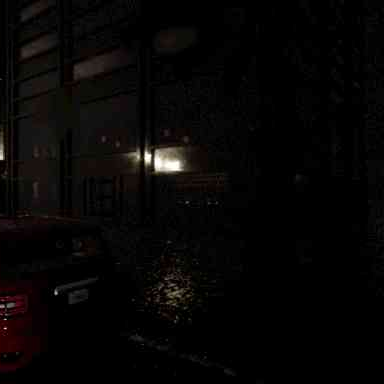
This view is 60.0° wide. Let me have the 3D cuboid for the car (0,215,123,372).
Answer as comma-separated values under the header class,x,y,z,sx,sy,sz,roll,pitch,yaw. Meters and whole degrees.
class,x,y,z,sx,sy,sz,roll,pitch,yaw
car,-3.281,1.301,5.284,5.009,1.841,2.192,0,0,35
